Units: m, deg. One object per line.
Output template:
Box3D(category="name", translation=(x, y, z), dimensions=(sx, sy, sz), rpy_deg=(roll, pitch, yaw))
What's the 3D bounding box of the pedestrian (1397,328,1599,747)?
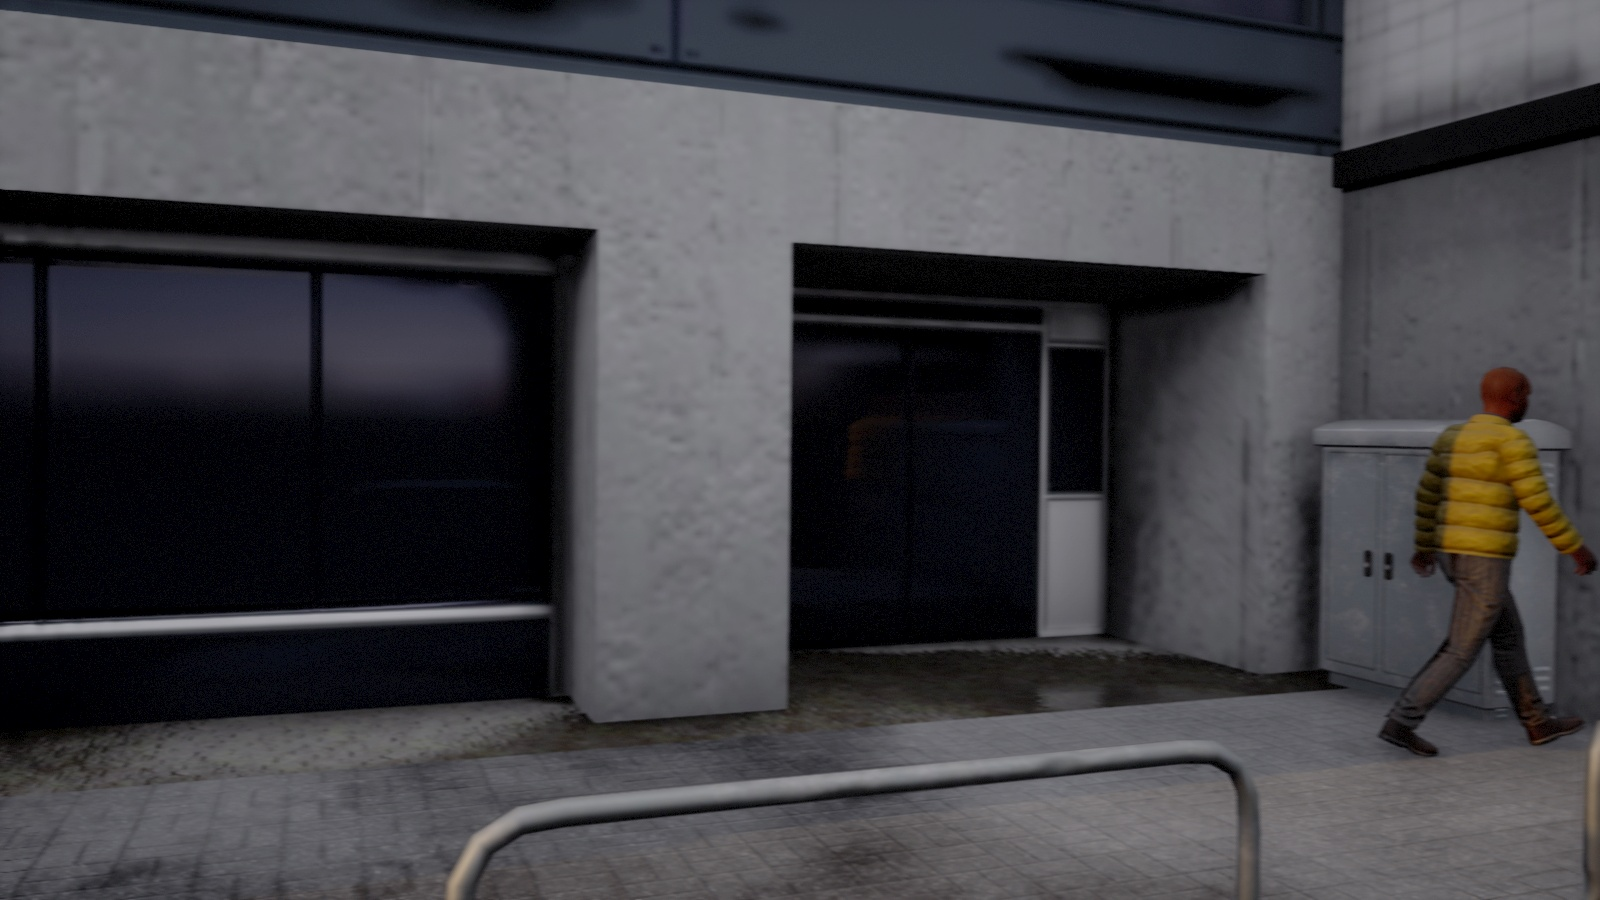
Box3D(category="pedestrian", translation=(3.168, 0.381, 5.711), dimensions=(0.726, 1.835, 0.370), rpy_deg=(-1, 1, -4))
